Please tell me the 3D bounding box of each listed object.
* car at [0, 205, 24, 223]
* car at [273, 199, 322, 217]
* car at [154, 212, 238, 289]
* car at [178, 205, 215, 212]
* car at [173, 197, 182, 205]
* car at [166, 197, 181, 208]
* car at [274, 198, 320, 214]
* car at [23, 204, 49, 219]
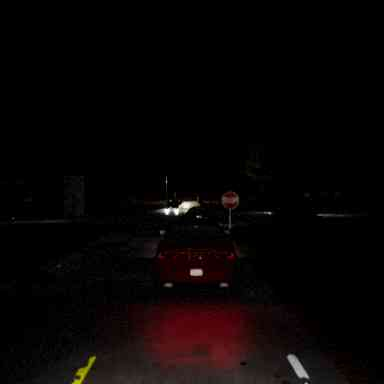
[{"bbox_3d":[-18.430,2.139,30.282,4.718,1.301,1.895,-1,1,1],"label":"car"},{"bbox_3d":[9.579,1.511,30.390,4.181,1.385,1.994,-1,1,0],"label":"car"},{"bbox_3d":[0.081,1.526,9.303,1.882,1.535,5.008,0,-1,0],"label":"car"},{"bbox_3d":[0.607,1.611,20.194,1.837,1.490,4.892,0,-1,9],"label":"car"},{"bbox_3d":[-3.188,1.929,72.913,1.882,1.535,5.008,0,0,0],"label":"car"},{"bbox_3d":[-3.081,1.909,52.851,1.895,1.301,4.718,0,0,-1],"label":"car"},{"bbox_3d":[10.739,1.428,34.352,4.181,1.385,1.994,-1,1,5],"label":"car"},{"bbox_3d":[-17.131,1.984,34.006,4.674,1.442,1.812,-1,1,0],"label":"car"}]
